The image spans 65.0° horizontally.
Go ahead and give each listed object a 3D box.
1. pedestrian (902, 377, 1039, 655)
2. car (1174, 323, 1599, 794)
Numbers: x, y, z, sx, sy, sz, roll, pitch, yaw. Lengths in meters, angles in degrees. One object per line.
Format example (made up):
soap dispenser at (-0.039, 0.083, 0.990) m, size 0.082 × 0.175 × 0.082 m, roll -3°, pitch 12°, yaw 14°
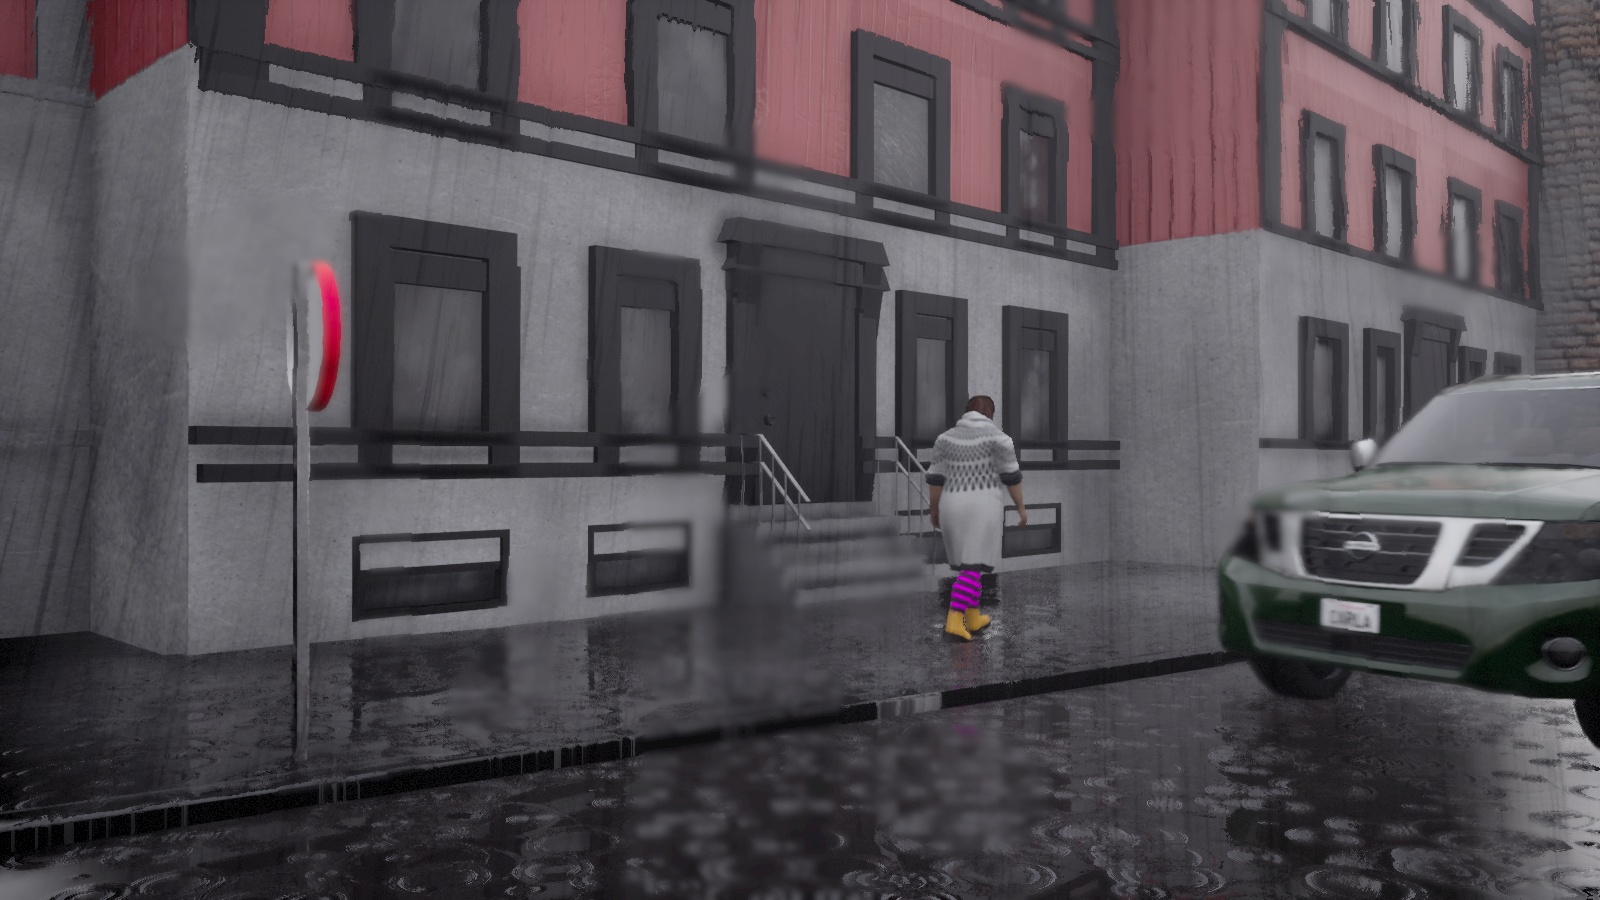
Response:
pedestrian at (1.276, 0.466, 9.362) m, size 0.659 × 1.952 × 0.873 m, roll 0°, pitch 0°, yaw 38°
car at (5.053, 0.472, 7.926) m, size 5.566 × 2.045 × 2.150 m, roll 0°, pitch 0°, yaw -35°
